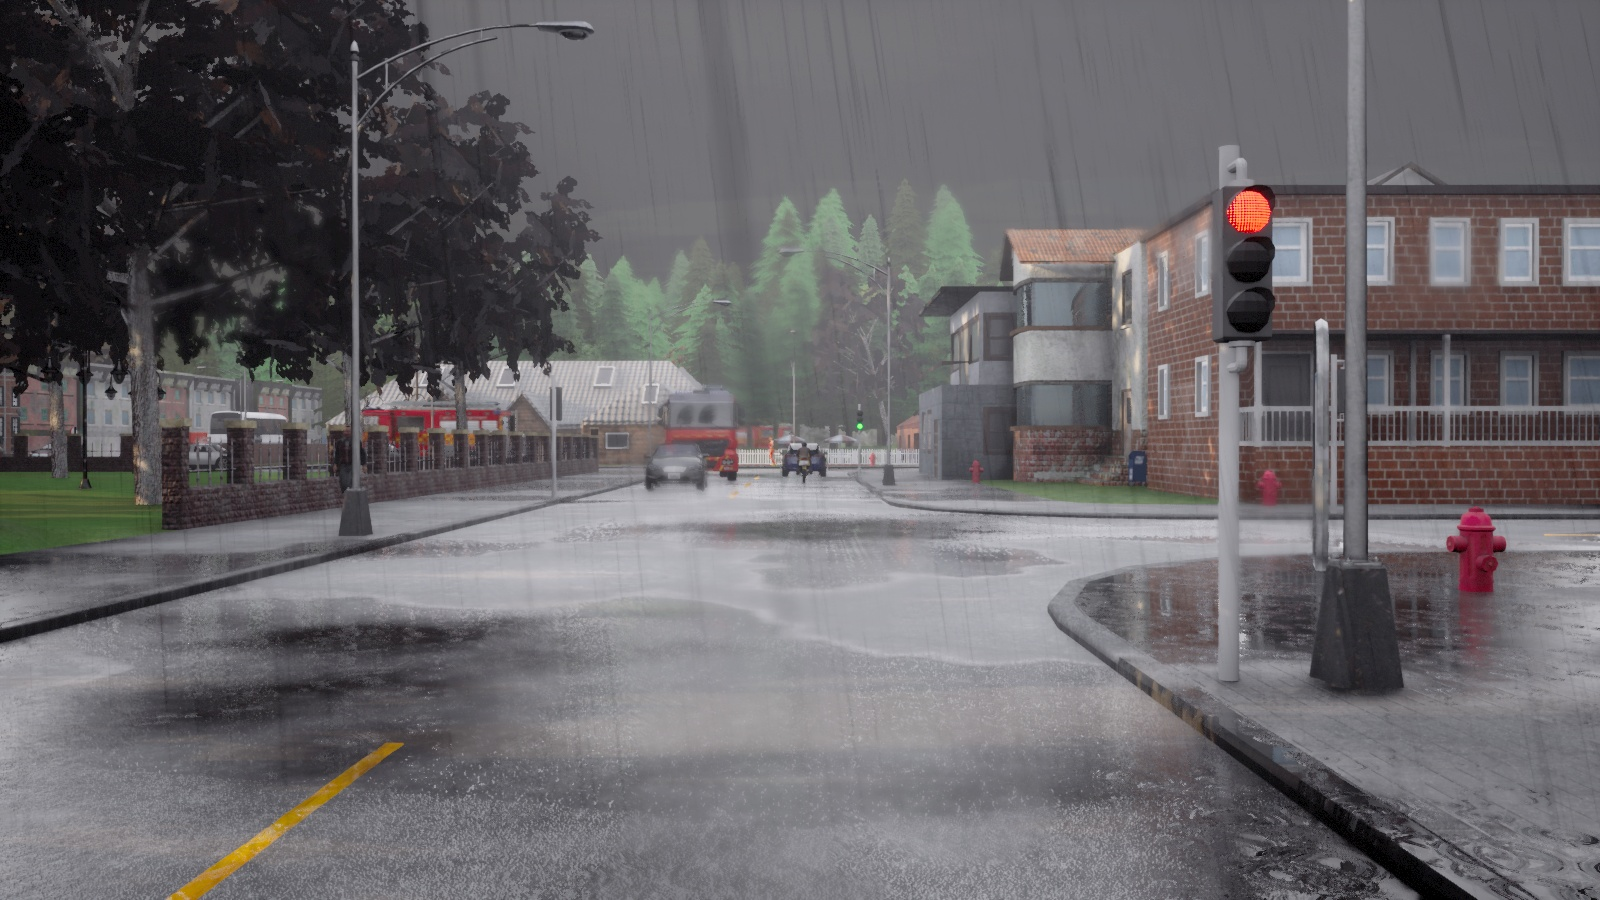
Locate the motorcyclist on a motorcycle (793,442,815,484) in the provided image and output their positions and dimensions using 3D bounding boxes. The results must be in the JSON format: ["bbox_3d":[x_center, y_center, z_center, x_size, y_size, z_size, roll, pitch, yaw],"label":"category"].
[{"bbox_3d":[0.159,0.464,46.888,0.797,1.523,2.044,0,0,0],"label":"motorcyclist on a motorcycle"}]

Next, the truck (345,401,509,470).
[{"bbox_3d":[-21.124,-0.838,71.479,8.468,3.827,2.891,0,0,3],"label":"truck"}]

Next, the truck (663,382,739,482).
[{"bbox_3d":[-4.037,-0.718,52.503,2.891,3.827,8.468,0,0,-3],"label":"truck"}]

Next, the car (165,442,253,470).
[{"bbox_3d":[-31.765,0.305,67.616,3.806,1.475,1.970,0,0,-1],"label":"car"}]

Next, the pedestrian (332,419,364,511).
[{"bbox_3d":[-9.196,0.304,25.568,0.376,1.854,0.720,0,0,0],"label":"pedestrian"}]

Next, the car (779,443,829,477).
[{"bbox_3d":[0.187,0.423,57.246,2.163,1.488,4.792,0,0,0],"label":"car"}]

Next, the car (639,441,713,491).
[{"bbox_3d":[-3.947,0.470,40.708,2.128,1.511,4.902,0,0,-3],"label":"car"}]
